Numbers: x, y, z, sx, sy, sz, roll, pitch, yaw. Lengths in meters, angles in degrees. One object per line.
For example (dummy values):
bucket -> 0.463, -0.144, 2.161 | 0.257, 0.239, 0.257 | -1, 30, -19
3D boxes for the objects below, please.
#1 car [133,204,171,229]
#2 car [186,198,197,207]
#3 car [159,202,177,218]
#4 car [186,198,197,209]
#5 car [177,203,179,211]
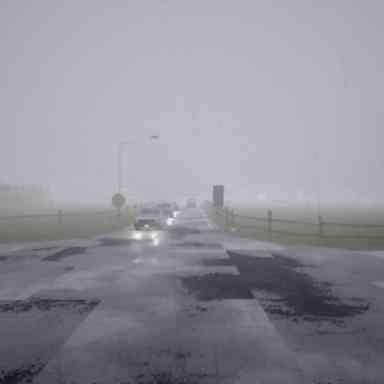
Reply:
car -> -2.862, 1.795, 23.692 | 2.033, 1.411, 5.357 | 0, -1, 0
car -> -0.045, 2.064, 67.298 | 2.097, 1.767, 4.553 | 0, -1, 0
car -> -2.869, 1.871, 35.090 | 1.837, 1.490, 4.892 | 0, -1, 0
car -> -0.037, 2.138, 56.908 | 2.033, 1.411, 5.357 | 0, -1, 0
car -> -2.861, 2.061, 47.870 | 1.994, 1.385, 4.181 | 0, -1, 1
